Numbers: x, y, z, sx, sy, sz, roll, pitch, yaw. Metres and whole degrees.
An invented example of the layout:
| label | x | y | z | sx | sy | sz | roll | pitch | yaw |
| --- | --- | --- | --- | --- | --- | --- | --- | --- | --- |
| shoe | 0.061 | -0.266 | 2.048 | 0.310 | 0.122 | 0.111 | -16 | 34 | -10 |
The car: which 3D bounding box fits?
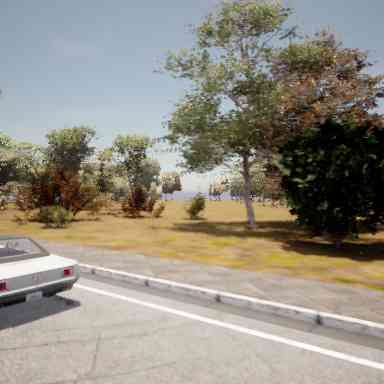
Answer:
| label | x | y | z | sx | sy | sz | roll | pitch | yaw |
| --- | --- | --- | --- | --- | --- | --- | --- | --- | --- |
| car | -4.661 | 1.602 | 7.321 | 4.718 | 1.301 | 1.895 | 0 | 0 | 36 |
